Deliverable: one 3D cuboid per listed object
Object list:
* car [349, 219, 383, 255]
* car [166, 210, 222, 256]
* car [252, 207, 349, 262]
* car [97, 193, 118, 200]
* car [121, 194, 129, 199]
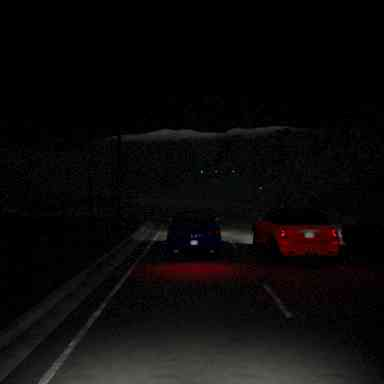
[{"bbox_3d":[7.071,1.574,11.678,1.895,1.301,4.718,0,0,0],"label":"car"},{"bbox_3d":[0.066,1.448,12.995,1.882,1.535,5.008,0,0,0],"label":"car"},{"bbox_3d":[3.571,1.324,12.219,2.097,1.767,4.553,0,0,0],"label":"car"},{"bbox_3d":[-21.993,1.394,87.775,4.718,1.301,1.895,0,0,35],"label":"car"},{"bbox_3d":[-20.398,1.270,90.922,5.008,1.535,1.882,0,0,32],"label":"car"}]
